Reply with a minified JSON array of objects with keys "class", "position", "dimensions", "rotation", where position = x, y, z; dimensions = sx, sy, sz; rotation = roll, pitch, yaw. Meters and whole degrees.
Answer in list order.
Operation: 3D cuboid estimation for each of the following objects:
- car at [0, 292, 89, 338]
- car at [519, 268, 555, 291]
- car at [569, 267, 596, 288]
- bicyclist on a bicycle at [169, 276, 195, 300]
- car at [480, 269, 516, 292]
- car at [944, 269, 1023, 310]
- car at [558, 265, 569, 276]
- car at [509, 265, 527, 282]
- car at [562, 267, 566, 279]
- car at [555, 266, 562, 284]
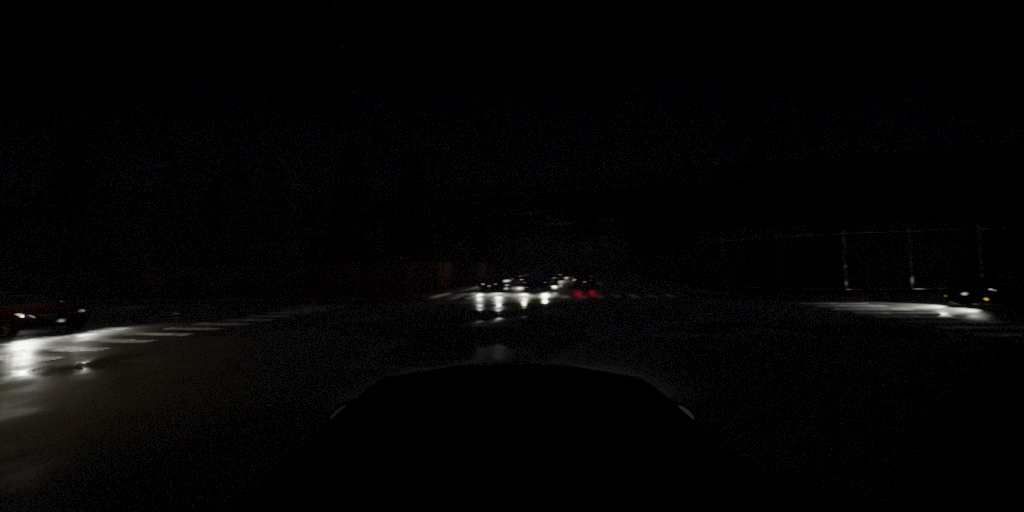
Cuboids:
[{"class":"car","position":[-17.623,1.982,12.611],"dimensions":[4.674,1.442,1.812],"rotation":[-2,-2,10]},{"class":"car","position":[2.175,1.996,29.325],"dimensions":[1.882,1.535,5.008],"rotation":[-2,-2,11]},{"class":"car","position":[6.398,1.978,31.723],"dimensions":[2.128,1.511,4.902],"rotation":[-2,-2,11]},{"class":"bicyclist on a bicycle","position":[-22.807,2.228,24.815],"dimensions":[0.582,1.620,1.656],"rotation":[-2,-1,11]},{"class":"car","position":[-1.283,2.123,29.950],"dimensions":[1.837,1.490,4.892],"rotation":[-2,-2,11]},{"class":"car","position":[18.812,1.166,13.013],"dimensions":[4.181,1.385,1.994],"rotation":[-2,-2,11]},{"class":"car","position":[9.068,2.563,63.883],"dimensions":[2.150,2.045,5.566],"rotation":[-2,-2,13]},{"class":"car","position":[0.593,2.071,39.622],"dimensions":[2.150,2.045,5.566],"rotation":[-2,-2,11]},{"class":"car","position":[5.958,2.462,48.792],"dimensions":[1.882,1.535,5.008],"rotation":[-2,-2,12]},{"class":"car","position":[3.989,2.221,38.708],"dimensions":[1.882,1.535,5.008],"rotation":[-2,-2,11]}]
